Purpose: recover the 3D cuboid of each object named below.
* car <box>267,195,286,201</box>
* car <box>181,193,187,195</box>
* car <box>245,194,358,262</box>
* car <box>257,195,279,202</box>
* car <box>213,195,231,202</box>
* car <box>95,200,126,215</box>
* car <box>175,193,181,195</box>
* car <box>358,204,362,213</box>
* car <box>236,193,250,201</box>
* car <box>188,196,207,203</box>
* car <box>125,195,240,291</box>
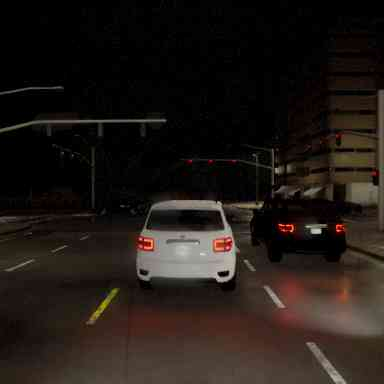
[{"bbox_3d":[21.912,1.524,86.309,4.674,1.442,1.812,0,0,-22],"label":"car"},{"bbox_3d":[-2.210,1.221,61.782,2.150,2.045,5.566,0,0,14],"label":"car"},{"bbox_3d":[3.588,1.221,12.245,2.150,2.045,5.566,0,0,0],"label":"car"},{"bbox_3d":[18.268,1.540,80.287,5.357,1.411,2.033,0,0,-33],"label":"car"},{"bbox_3d":[7.277,1.500,79.999,1.837,1.490,4.892,0,0,42],"label":"car"},{"bbox_3d":[-7.119,1.540,33.117,4.892,1.490,1.837,0,0,0],"label":"car"},{"bbox_3d":[-3.297,1.352,51.962,2.097,1.767,4.553,0,0,3],"label":"car"},{"bbox_3d":[14.258,1.533,33.220,5.008,1.535,1.882,0,0,0],"label":"car"},{"bbox_3d":[13.140,1.225,80.799,5.566,2.045,2.150,0,0,-41],"label":"car"},{"bbox_3d":[1.275,1.540,71.528,2.033,1.411,5.357,0,0,27],"label":"car"},{"bbox_3d":[0.024,1.221,9.222,2.150,2.045,5.566,0,0,4],"label":"car"}]
